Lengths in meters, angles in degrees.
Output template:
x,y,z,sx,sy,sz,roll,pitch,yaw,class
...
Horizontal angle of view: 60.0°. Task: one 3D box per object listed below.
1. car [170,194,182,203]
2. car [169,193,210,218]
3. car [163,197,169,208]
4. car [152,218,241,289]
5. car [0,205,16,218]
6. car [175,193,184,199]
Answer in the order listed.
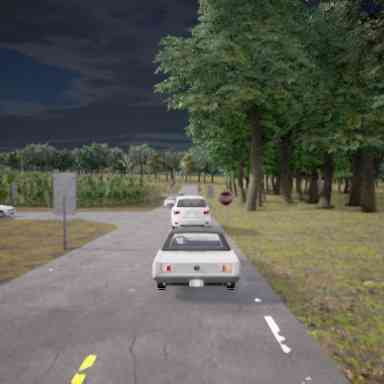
x,y,z,sx,sy,sz,roll,pitch,yaw,class
-2.823,1.181,60.274,1.812,1.442,4.674,0,1,0,car
-0.172,1.267,20.217,2.150,2.045,5.566,0,0,-4,car
-2.846,1.435,45.453,1.812,1.442,4.674,0,1,0,car
0.099,1.629,9.193,1.895,1.301,4.718,0,0,0,car
-17.572,1.444,28.349,4.674,1.442,1.812,0,2,-7,car
-2.761,0.867,75.776,1.994,1.385,4.181,0,1,0,car
